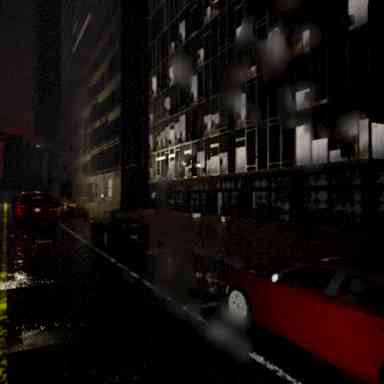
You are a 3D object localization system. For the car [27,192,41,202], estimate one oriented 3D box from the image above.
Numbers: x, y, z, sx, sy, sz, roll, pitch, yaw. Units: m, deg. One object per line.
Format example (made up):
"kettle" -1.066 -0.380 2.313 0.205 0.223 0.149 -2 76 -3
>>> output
"car" -27.526 0.851 57.913 1.967 1.590 4.097 1 0 -29

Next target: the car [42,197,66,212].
"car" -14.022 1.257 33.685 1.802 1.307 4.206 1 0 -29

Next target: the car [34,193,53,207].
"car" -19.422 1.010 43.376 1.967 1.590 4.097 1 0 -29

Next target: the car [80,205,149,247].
"car" -3.215 1.434 14.303 2.008 1.369 4.403 1 0 -29

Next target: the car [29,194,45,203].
"car" -24.828 1.030 53.067 1.947 1.339 4.313 1 0 -29

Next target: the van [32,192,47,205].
"van" -22.121 0.858 48.222 1.690 1.788 3.998 1 0 -29

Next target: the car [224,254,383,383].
"car" 2.188 1.532 4.612 1.887 1.381 4.507 1 0 -29

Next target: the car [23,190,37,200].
"car" -32.926 0.619 67.604 2.192 1.841 5.009 1 0 -29

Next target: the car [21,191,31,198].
"car" -41.033 0.583 82.140 1.967 1.590 4.097 1 0 -29

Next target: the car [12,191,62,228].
"car" -9.750 1.017 20.586 2.150 2.045 5.566 0 1 -29

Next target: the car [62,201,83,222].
"car" -8.700 1.303 24.142 1.752 1.417 4.829 1 0 -29
